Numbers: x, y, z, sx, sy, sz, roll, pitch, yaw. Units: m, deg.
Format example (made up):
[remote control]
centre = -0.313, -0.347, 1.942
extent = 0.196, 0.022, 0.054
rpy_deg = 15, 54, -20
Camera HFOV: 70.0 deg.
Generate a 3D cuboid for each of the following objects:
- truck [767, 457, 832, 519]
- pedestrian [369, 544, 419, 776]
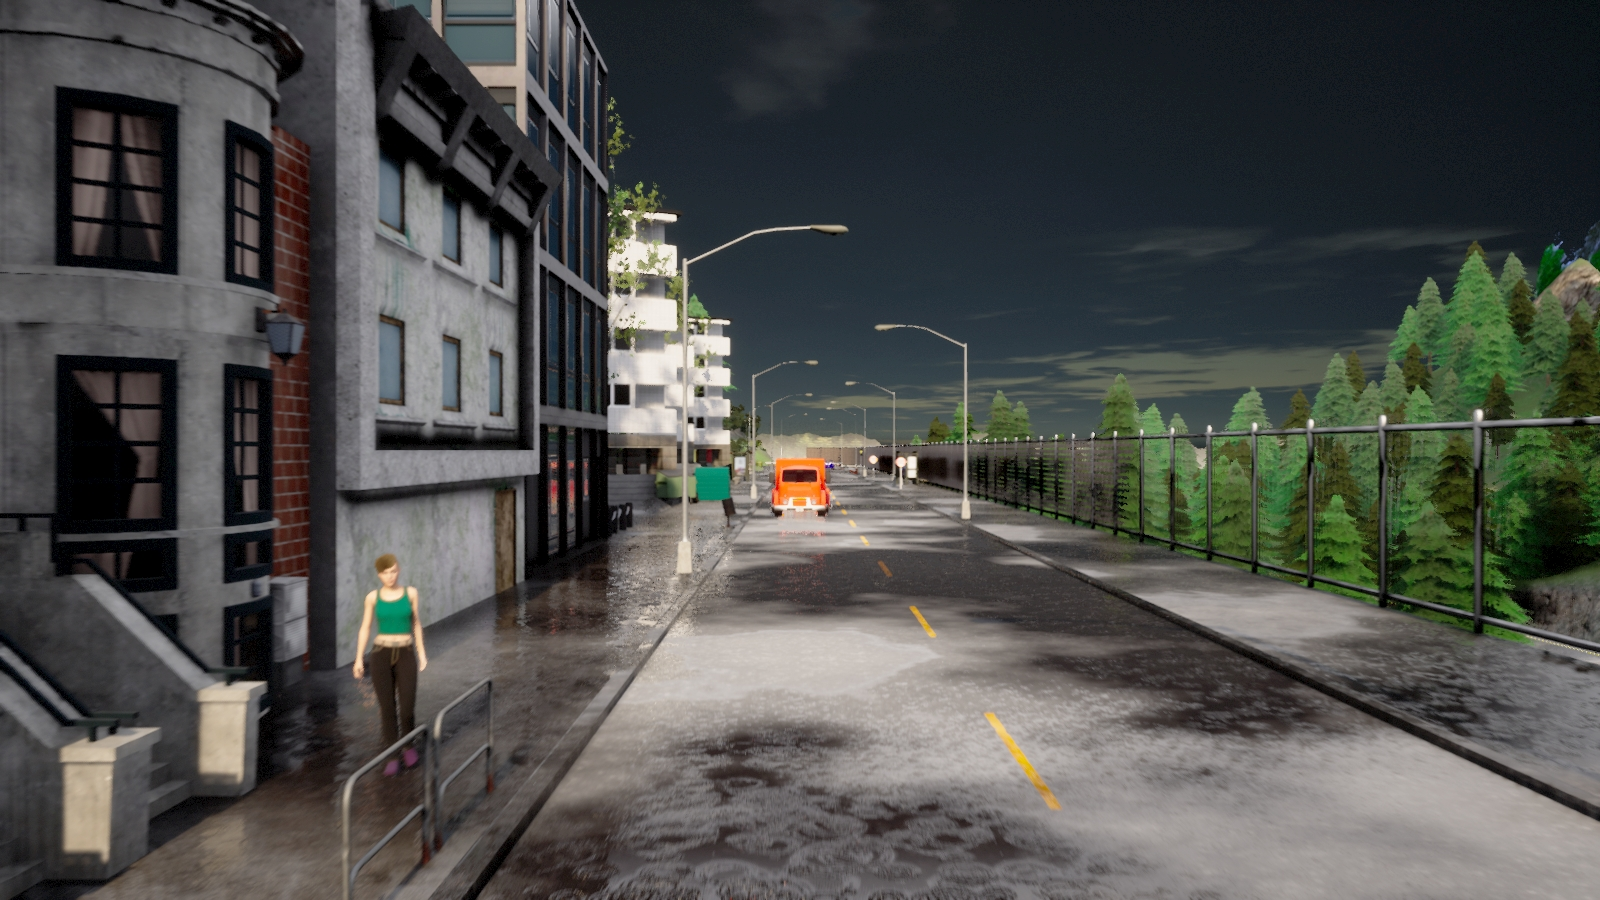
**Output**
[truck]
centre = 0.016, 1.568, 48.769
extent = 2.627, 2.467, 5.204
rpy_deg = 0, 0, 1
[pedestrian]
centre = -3.410, 1.744, 9.611
extent = 0.375, 1.860, 0.375
rpy_deg = 0, 0, -16
